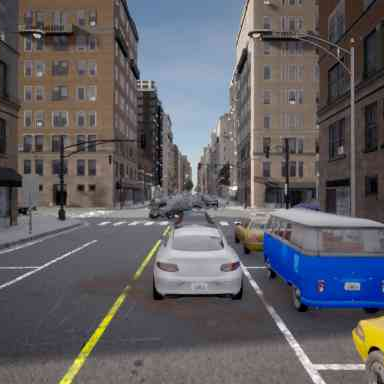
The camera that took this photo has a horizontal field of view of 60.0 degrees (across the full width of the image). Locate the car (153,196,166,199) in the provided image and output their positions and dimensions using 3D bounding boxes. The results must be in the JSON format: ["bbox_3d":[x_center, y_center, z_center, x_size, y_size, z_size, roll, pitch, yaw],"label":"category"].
[{"bbox_3d":[-5.458,1.587,50.863,1.802,1.307,4.206,1,0,1],"label":"car"}]

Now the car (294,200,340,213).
[{"bbox_3d":[14.501,1.685,38.762,4.674,1.442,1.812,0,-1,1],"label":"car"}]

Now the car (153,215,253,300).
[{"bbox_3d":[0.088,1.527,8.258,1.812,1.442,4.674,0,0,-1],"label":"car"}]

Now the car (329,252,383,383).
[{"bbox_3d":[2.679,1.526,1.905,1.752,1.417,4.829,1,0,0],"label":"car"}]

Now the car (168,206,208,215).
[{"bbox_3d":[0.115,1.566,15.594,1.994,1.385,4.181,0,0,0],"label":"car"}]

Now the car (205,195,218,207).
[{"bbox_3d":[3.067,1.570,50.745,1.947,1.339,4.313,1,0,1],"label":"car"}]

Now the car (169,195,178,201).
[{"bbox_3d":[-4.905,1.565,89.564,1.947,1.339,4.313,1,0,1],"label":"car"}]

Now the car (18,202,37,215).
[{"bbox_3d":[-16.505,1.443,29.056,4.718,1.301,1.895,0,-1,1],"label":"car"}]

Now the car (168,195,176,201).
[{"bbox_3d":[-4.986,1.526,83.866,1.752,1.417,4.829,1,0,1],"label":"car"}]

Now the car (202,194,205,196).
[{"bbox_3d":[3.225,1.554,61.806,2.008,1.369,4.403,1,0,1],"label":"car"}]

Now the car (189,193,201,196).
[{"bbox_3d":[0.733,1.543,73.622,2.033,1.411,5.357,0,0,1],"label":"car"}]

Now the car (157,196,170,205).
[{"bbox_3d":[-5.300,1.555,61.920,2.008,1.369,4.403,1,0,1],"label":"car"}]

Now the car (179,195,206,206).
[{"bbox_3d":[0.014,1.552,45.099,2.033,1.411,5.357,0,0,-11],"label":"car"}]

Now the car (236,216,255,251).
[{"bbox_3d":[2.696,1.527,13.252,1.752,1.417,4.829,1,0,0],"label":"car"}]

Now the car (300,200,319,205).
[{"bbox_3d":[13.135,1.643,35.487,4.674,1.442,1.812,0,-1,0],"label":"car"}]

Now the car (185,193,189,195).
[{"bbox_3d":[-2.306,1.358,71.976,2.097,1.767,4.553,0,0,1],"label":"car"}]

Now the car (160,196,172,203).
[{"bbox_3d":[-5.221,1.548,67.449,1.887,1.381,4.507,1,0,1],"label":"car"}]

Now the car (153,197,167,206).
[{"bbox_3d":[-5.379,1.571,56.392,1.947,1.339,4.313,1,0,1],"label":"car"}]

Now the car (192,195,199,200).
[{"bbox_3d":[0.977,1.522,91.793,1.812,1.442,4.674,0,0,1],"label":"car"}]

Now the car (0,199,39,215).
[{"bbox_3d":[-18.046,1.411,32.323,5.357,1.411,2.033,0,-1,0],"label":"car"}]

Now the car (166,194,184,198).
[{"bbox_3d":[-2.679,1.483,52.189,1.882,1.535,5.008,0,0,1],"label":"car"}]

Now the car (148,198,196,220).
[{"bbox_3d":[-1.785,1.509,27.790,1.837,1.490,4.892,-2,-1,27],"label":"car"}]

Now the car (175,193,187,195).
[{"bbox_3d":[-2.515,1.482,61.849,1.882,1.535,5.008,0,0,1],"label":"car"}]

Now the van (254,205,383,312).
[{"bbox_3d":[2.689,1.342,7.409,1.690,1.788,3.998,1,0,0],"label":"van"}]
